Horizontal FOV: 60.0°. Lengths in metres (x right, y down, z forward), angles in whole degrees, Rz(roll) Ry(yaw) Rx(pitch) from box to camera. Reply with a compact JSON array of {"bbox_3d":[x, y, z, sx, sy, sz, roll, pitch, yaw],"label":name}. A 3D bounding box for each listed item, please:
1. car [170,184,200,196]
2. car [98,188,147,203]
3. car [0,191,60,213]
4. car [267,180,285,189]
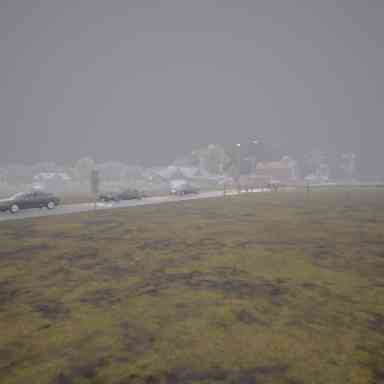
[{"bbox_3d":[-0.875,-0.292,42.802,2.128,1.511,4.902,1,3,36],"label":"car"},{"bbox_3d":[-7.055,0.273,34.320,2.033,1.411,5.357,1,3,36],"label":"car"},{"bbox_3d":[-12.936,0.723,26.244,1.837,1.490,4.892,1,3,36],"label":"car"},{"bbox_3d":[15.156,-1.341,59.844,1.882,1.535,5.008,1,3,36],"label":"car"}]
